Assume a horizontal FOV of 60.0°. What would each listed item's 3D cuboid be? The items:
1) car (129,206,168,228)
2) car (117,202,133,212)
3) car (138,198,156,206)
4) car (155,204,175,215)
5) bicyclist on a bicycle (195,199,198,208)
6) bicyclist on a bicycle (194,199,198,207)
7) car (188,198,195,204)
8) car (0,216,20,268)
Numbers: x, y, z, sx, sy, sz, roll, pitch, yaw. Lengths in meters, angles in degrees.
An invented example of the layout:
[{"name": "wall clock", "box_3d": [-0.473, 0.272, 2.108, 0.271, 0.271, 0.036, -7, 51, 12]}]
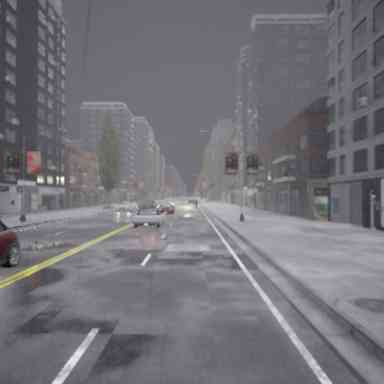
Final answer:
[{"name": "car", "box_3d": [-3.151, 1.944, 25.051, 1.895, 1.301, 4.718, 0, -1, 0]}, {"name": "car", "box_3d": [-9.831, 2.180, 49.224, 1.812, 1.442, 4.674, 0, -1, 0]}, {"name": "car", "box_3d": [-6.584, 1.874, 49.131, 2.150, 2.045, 5.566, 0, -1, 0]}, {"name": "car", "box_3d": [-3.153, 2.167, 42.227, 1.895, 1.301, 4.718, 0, -1, 0]}, {"name": "bicyclist on a bicycle", "box_3d": [0.890, 2.271, 62.577, 0.582, 1.620, 1.656, 0, -1, 0]}, {"name": "bicyclist on a bicycle", "box_3d": [0.886, 2.364, 71.618, 0.866, 1.612, 1.509, 0, -1, 0]}, {"name": "car", "box_3d": [-0.006, 2.446, 90.034, 1.882, 1.535, 5.008, 0, -1, 0]}, {"name": "car", "box_3d": [-6.600, 1.475, 8.845, 2.097, 1.767, 4.553, 0, -1, 0]}]
